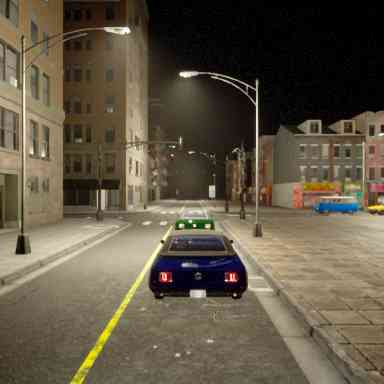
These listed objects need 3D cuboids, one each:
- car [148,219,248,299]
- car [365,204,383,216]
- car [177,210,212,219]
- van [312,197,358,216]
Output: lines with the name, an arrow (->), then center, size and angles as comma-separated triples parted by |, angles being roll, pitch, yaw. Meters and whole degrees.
car -> 0.123, 1.601, 8.386 | 1.895, 1.301, 4.718 | 0, 0, 0
car -> 19.277, 1.517, 32.082 | 4.829, 1.417, 1.752 | 0, 0, 0
car -> 0.153, 1.600, 17.640 | 1.895, 1.301, 4.718 | 0, 0, 1
van -> 13.835, 1.337, 32.107 | 3.998, 1.788, 1.690 | 0, 0, 0
